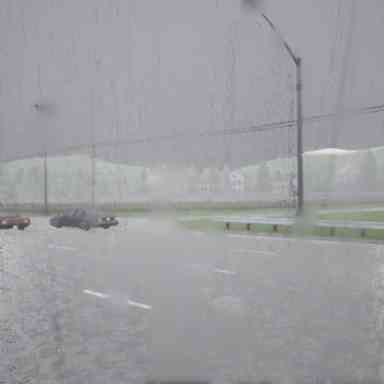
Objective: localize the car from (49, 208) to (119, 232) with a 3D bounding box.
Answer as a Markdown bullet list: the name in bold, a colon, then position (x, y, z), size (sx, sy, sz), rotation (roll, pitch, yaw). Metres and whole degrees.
- **car**: position (-7.238, 1.777, 22.052), size (5.357, 1.411, 2.033), rotation (-1, 0, 35)

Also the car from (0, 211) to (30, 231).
- **car**: position (-12.576, 1.880, 21.562), size (4.718, 1.301, 1.895), rotation (-1, 0, 36)
